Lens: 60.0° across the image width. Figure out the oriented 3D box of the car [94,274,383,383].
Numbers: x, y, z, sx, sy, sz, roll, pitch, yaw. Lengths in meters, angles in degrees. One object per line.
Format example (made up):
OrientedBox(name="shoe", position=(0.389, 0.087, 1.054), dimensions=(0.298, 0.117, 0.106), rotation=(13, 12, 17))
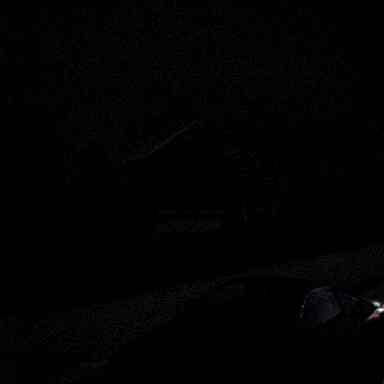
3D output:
OrientedBox(name="car", position=(0.911, 1.778, 4.008), dimensions=(1.994, 1.385, 4.181), rotation=(-5, -5, 44))
